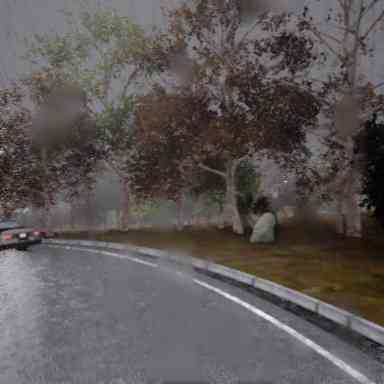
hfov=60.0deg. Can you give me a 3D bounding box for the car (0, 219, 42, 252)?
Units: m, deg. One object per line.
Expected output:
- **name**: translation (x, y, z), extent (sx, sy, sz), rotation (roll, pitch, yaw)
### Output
- **car**: translation (-8.654, 1.827, 13.737), extent (5.357, 1.411, 2.033), rotation (-3, -2, 27)
